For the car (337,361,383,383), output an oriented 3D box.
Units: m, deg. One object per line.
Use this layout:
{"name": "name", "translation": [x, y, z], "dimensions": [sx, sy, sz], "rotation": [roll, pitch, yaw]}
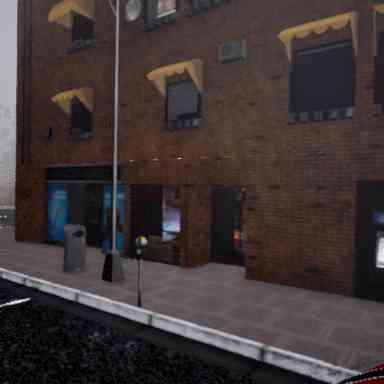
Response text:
{"name": "car", "translation": [2.418, 1.449, 1.130], "dimensions": [4.097, 1.590, 1.967], "rotation": [0, 1, 36]}
